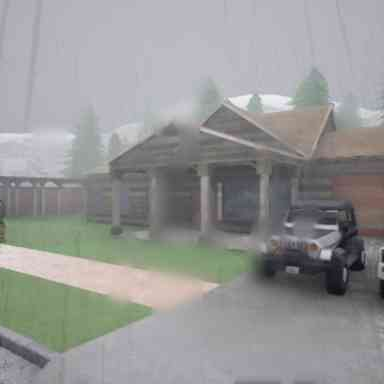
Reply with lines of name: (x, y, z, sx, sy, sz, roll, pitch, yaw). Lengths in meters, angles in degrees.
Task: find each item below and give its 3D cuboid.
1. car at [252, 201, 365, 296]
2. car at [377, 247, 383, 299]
car: (3.081, 1.178, 8.355, 1.905, 1.878, 3.866, 0, 0, 35)
car: (5.358, 1.173, 7.219, 1.932, 1.855, 4.605, 0, 0, 35)
